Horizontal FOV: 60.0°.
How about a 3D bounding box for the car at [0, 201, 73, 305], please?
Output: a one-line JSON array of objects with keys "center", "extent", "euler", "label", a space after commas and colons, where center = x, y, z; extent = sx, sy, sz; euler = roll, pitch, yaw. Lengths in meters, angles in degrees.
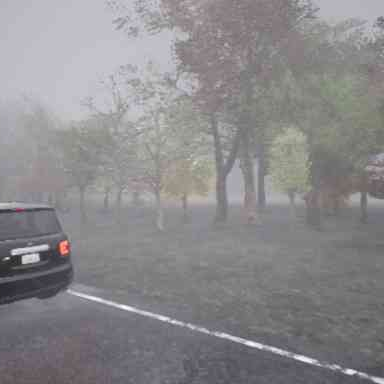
[{"center": [-4.911, 1.229, 7.194], "extent": [5.566, 2.045, 2.150], "euler": [0, 0, 36], "label": "car"}]
